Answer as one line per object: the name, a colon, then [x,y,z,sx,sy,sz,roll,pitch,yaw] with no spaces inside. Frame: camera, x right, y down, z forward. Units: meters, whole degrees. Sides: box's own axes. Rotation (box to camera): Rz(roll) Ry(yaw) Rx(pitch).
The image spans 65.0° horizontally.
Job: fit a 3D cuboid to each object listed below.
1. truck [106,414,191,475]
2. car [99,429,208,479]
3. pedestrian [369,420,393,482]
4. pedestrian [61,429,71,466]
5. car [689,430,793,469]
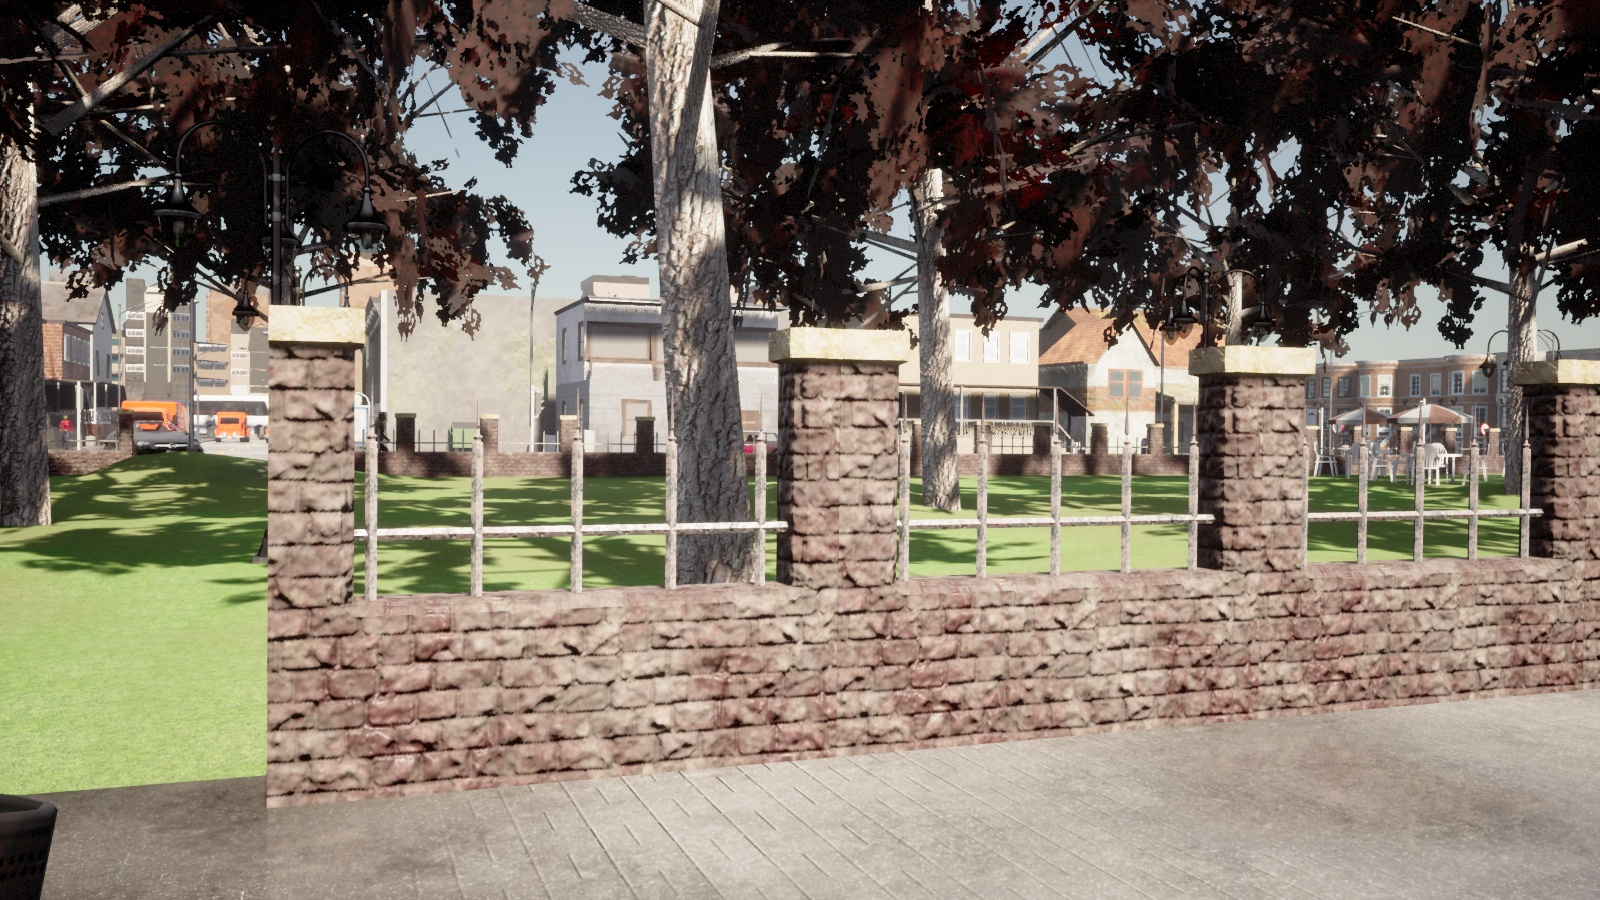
truck: [-28.166,-0.272,54.473,2.627,2.467,5.204,-1,1,-21]
car: [-22.708,0.106,44.008,2.152,1.651,5.027,-2,1,-42]
pedestrian: [-12.494,0.033,37.468,0.634,1.846,0.331,-1,1,-21]
pedestrian: [-37.233,-0.126,63.707,0.331,1.846,0.636,-1,1,-23]
car: [-2.411,-0.045,51.313,3.806,1.475,1.970,-1,1,-21]
